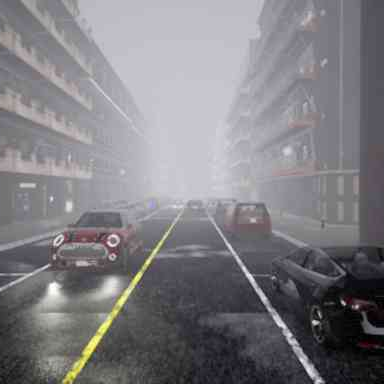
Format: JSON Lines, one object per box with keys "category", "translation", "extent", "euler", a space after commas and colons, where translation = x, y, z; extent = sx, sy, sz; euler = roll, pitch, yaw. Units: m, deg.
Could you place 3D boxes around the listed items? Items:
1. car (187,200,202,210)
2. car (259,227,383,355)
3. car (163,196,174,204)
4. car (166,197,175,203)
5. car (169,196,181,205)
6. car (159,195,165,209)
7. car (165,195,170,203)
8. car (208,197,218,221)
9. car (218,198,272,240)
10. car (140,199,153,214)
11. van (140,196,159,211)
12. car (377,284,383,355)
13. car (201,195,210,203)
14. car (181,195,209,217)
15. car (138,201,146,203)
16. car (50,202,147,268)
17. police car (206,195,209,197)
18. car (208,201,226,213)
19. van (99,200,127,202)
{"category": "car", "translation": [0.376, 1.803, 46.443], "extent": [1.895, 1.301, 4.718], "euler": [0, 0, 1]}
{"category": "car", "translation": [2.714, 1.597, 6.155], "extent": [1.947, 1.339, 4.313], "euler": [-1, 0, 0]}
{"category": "car", "translation": [-5.215, 1.758, 74.207], "extent": [1.967, 1.590, 4.097], "euler": [-1, 0, 0]}
{"category": "car", "translation": [-5.176, 1.911, 79.870], "extent": [1.947, 1.339, 4.313], "euler": [-1, 0, 0]}
{"category": "car", "translation": [-2.618, 1.768, 62.737], "extent": [2.128, 1.511, 4.902], "euler": [0, 0, 1]}
{"category": "car", "translation": [-5.415, 1.503, 45.889], "extent": [2.192, 1.841, 5.009], "euler": [-1, 0, 0]}
{"category": "car", "translation": [-5.254, 1.607, 68.544], "extent": [2.192, 1.841, 5.009], "euler": [-1, 0, 0]}
{"category": "car", "translation": [2.862, 1.443, 28.811], "extent": [2.192, 1.841, 5.009], "euler": [-1, 0, 0]}
{"category": "car", "translation": [2.786, 1.394, 17.483], "extent": [2.192, 1.841, 5.009], "euler": [-1, 0, 0]}
{"category": "car", "translation": [-5.447, 1.720, 34.559], "extent": [1.802, 1.307, 4.206], "euler": [-1, 0, 0]}
{"category": "van", "translation": [-5.424, 1.504, 40.225], "extent": [1.690, 1.788, 3.998], "euler": [-1, 0, 0]}
{"category": "car", "translation": [2.678, 1.554, 0.834], "extent": [1.887, 1.381, 4.507], "euler": [-1, 0, 0]}
{"category": "car", "translation": [3.201, 1.675, 79.784], "extent": [2.192, 1.841, 5.009], "euler": [-1, 0, 0]}
{"category": "car", "translation": [0.289, 1.492, 32.727], "extent": [2.097, 1.767, 4.553], "euler": [0, 0, 1]}
{"category": "car", "translation": [-5.482, 1.695, 28.896], "extent": [1.802, 1.307, 4.206], "euler": [-1, 0, 0]}
{"category": "car", "translation": [-3.028, 1.395, 11.426], "extent": [2.097, 1.767, 4.553], "euler": [0, 0, 0]}
{"category": "police car", "translation": [3.364, 1.675, 55.683], "extent": [1.930, 1.638, 5.238], "euler": [0, 0, 0]}
{"category": "car", "translation": [2.940, 1.760, 40.137], "extent": [1.802, 1.307, 4.206], "euler": [-1, 0, 0]}
{"category": "van", "translation": [-5.522, 1.429, 23.233], "extent": [1.690, 1.788, 3.998], "euler": [-1, 0, 0]}
